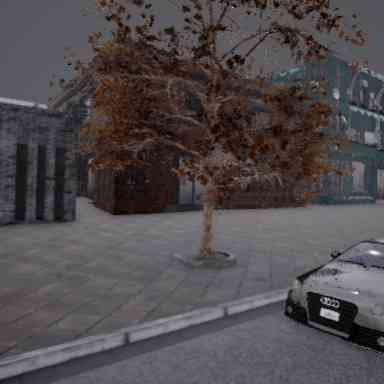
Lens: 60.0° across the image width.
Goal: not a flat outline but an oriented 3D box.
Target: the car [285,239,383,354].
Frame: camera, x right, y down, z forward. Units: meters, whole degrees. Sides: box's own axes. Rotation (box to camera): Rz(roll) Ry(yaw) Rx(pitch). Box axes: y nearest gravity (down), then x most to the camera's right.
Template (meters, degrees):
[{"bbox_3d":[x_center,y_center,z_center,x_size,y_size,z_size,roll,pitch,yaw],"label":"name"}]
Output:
[{"bbox_3d":[3.603,1.585,5.944,4.181,1.385,1.994,0,0,-35],"label":"car"}]
